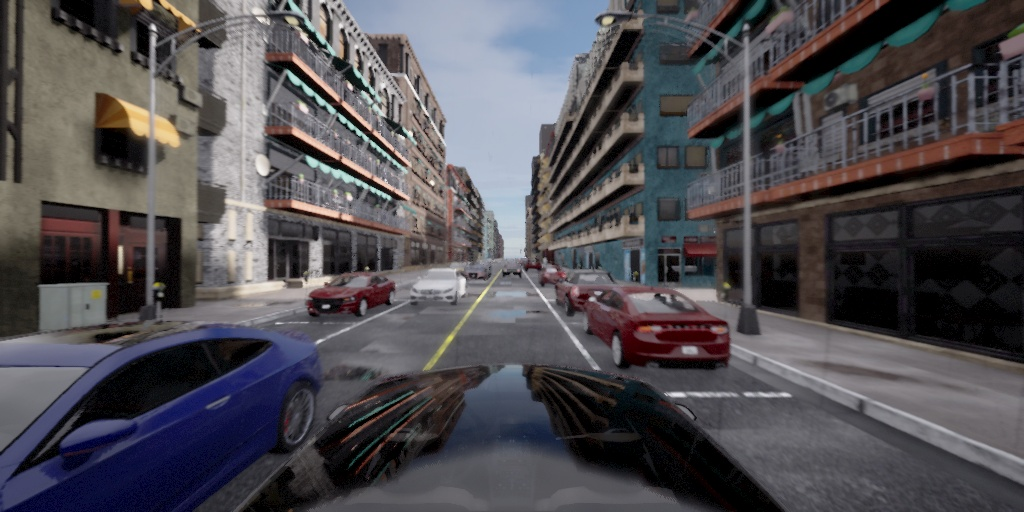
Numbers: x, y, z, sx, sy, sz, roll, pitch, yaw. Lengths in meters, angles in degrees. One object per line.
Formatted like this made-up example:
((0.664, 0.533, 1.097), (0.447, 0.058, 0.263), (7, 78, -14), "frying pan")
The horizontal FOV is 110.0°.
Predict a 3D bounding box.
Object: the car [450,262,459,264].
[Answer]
((-5.695, 1.279, 35.130), (1.751, 1.417, 4.829), (0, 0, 0), "car")

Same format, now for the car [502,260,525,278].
((0.007, 1.355, 34.411), (1.895, 1.301, 4.718), (0, 0, 0), "car")

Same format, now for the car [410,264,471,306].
((-3.099, 1.277, 15.897), (1.812, 1.442, 4.674), (0, 0, 0), "car")

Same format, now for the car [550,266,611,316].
((2.690, 1.191, 13.193), (1.967, 1.591, 4.097), (0, 0, 0), "car")

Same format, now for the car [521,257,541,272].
((2.685, 1.071, 46.335), (2.192, 1.841, 5.009), (0, 0, 0), "car")

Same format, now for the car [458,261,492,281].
((-3.005, 1.355, 29.909), (1.994, 1.385, 4.181), (0, 0, 0), "car")

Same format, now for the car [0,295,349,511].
((-3.080, 1.276, 2.426), (1.812, 1.442, 4.674), (0, 0, -1), "car")

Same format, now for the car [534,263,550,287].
((2.688, 1.334, 24.240), (1.802, 1.307, 4.207), (0, 0, 0), "car")

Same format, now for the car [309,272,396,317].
((-5.691, 1.296, 13.206), (1.888, 1.381, 4.507), (0, 0, 0), "car")

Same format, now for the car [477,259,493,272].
((-3.018, 1.245, 36.812), (2.128, 1.511, 4.902), (0, 0, 0), "car")

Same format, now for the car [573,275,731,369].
((2.691, 1.296, 7.669), (1.888, 1.381, 4.507), (0, 0, 0), "car")
